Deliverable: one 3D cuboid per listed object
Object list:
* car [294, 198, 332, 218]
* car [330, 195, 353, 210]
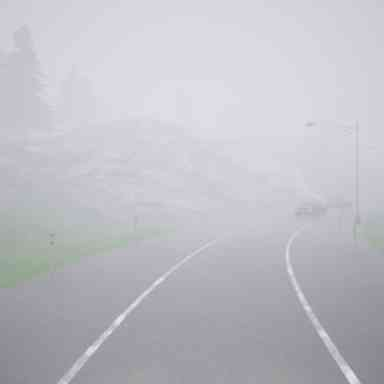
[{"bbox_3d":[11.229,1.583,31.287,2.033,1.411,5.357,0,1,35],"label":"car"},{"bbox_3d":[17.658,1.125,39.711,2.097,1.767,4.553,0,2,40],"label":"car"}]
